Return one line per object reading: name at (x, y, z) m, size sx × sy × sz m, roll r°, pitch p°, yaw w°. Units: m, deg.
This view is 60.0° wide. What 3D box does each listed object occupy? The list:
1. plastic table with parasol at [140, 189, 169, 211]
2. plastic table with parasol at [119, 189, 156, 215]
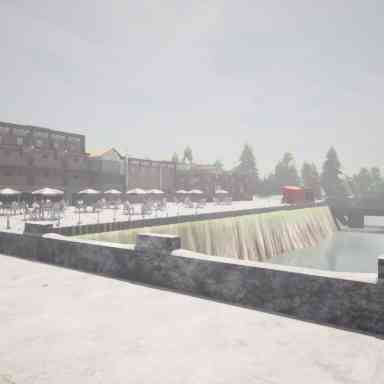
plastic table with parasol at (-4.571, 0.925, 40.219) m, size 2.482 × 2.480 × 2.482 m, roll 0°, pitch 0°, yaw 35°
plastic table with parasol at (-5.329, 0.925, 32.530) m, size 2.482 × 2.480 × 2.482 m, roll 0°, pitch 0°, yaw 35°
